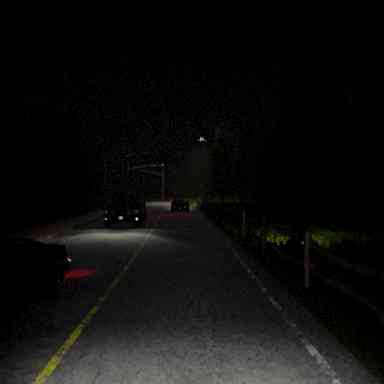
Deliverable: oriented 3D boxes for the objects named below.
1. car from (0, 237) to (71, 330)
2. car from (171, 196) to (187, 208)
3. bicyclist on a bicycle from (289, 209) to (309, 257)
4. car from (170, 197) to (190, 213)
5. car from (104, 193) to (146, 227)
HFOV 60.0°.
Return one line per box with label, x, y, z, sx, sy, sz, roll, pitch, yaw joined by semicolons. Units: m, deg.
car;-3.704;1.525;5.544;2.033;1.411;5.357;0;0;-1
car;-1.809;1.365;45.300;2.033;1.411;5.357;0;0;-3
bicyclist on a bicycle;3.346;1.324;10.586;0.582;1.620;1.656;16;-4;9
car;-1.264;1.351;35.135;2.128;1.511;4.902;0;0;-2
car;-4.295;1.135;22.188;2.150;2.045;5.566;0;0;-3
